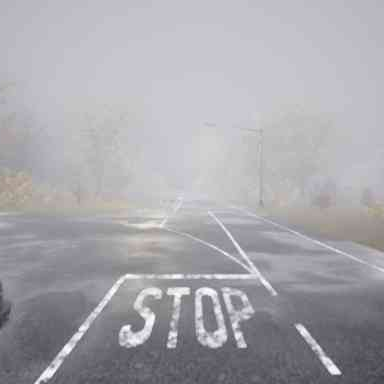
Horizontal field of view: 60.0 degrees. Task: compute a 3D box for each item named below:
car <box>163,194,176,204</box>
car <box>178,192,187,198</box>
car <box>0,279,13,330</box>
[{"bbox_3d":[-3.584,1.074,52.549,1.812,1.442,4.674,0,0,0],"label":"car"},{"bbox_3d":[-2.503,0.762,88.976,2.128,1.511,4.902,0,0,6],"label":"car"},{"bbox_3d":[-3.507,1.531,2.419,2.033,1.411,5.357,0,0,0],"label":"car"}]
